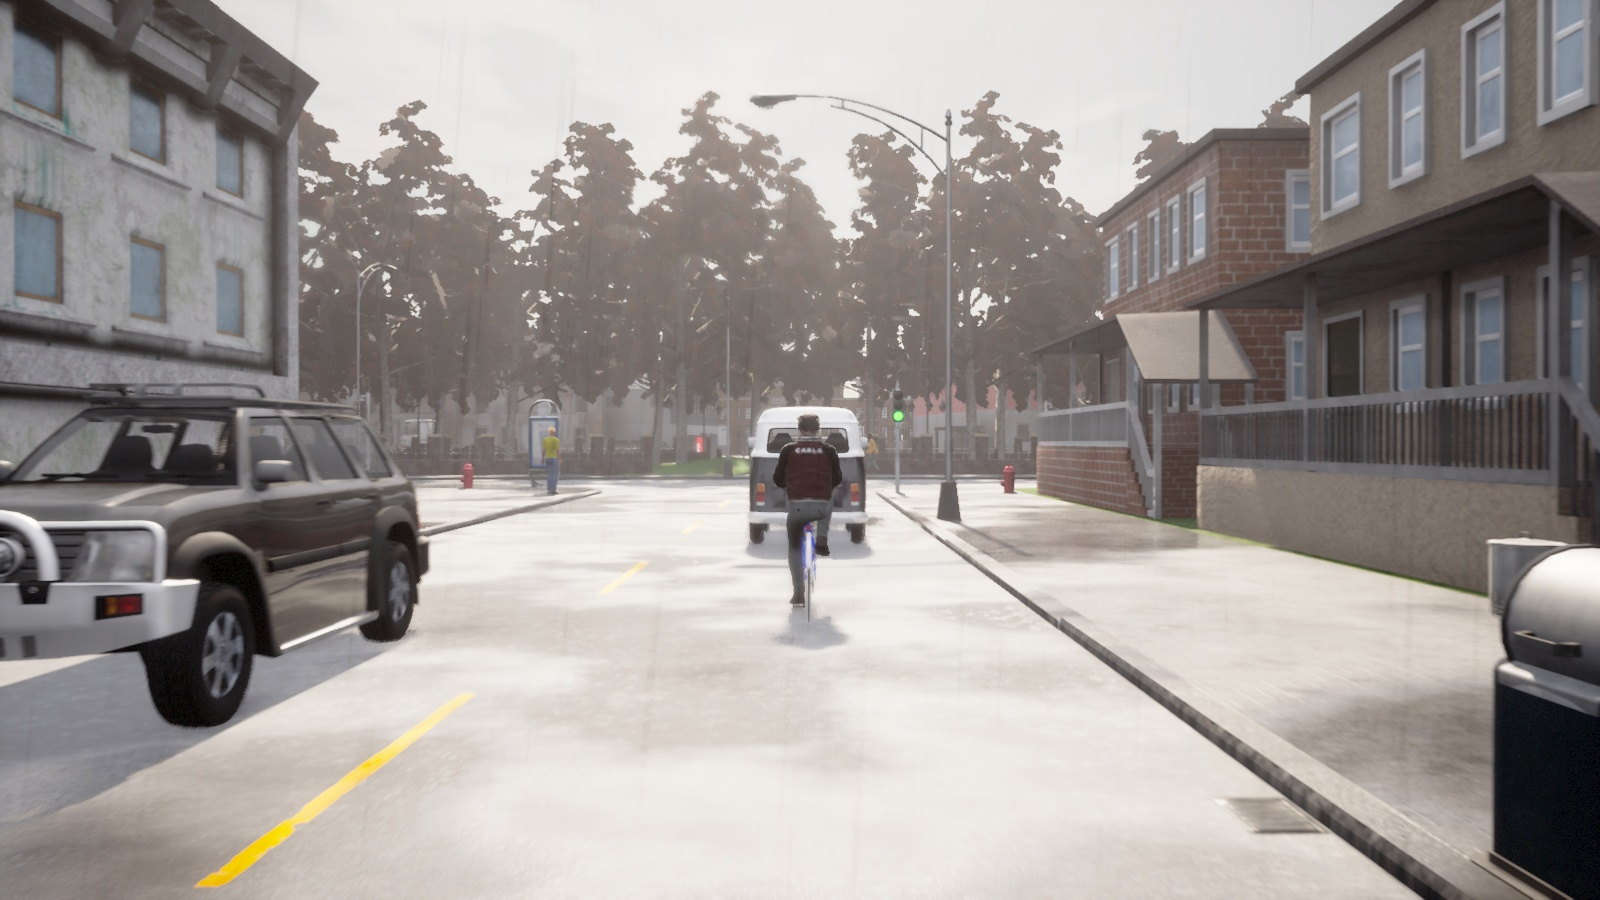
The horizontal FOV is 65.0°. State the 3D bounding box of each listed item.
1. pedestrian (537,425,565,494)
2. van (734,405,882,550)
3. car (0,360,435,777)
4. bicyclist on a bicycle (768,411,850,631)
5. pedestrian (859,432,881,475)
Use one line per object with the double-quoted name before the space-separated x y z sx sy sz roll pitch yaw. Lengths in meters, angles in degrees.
"pedestrian" -6.711 0.260 33.862 0.354 1.836 0.706 0 0 31
"van" 0.126 0.361 19.898 2.069 2.038 4.480 0 1 0
"car" -3.940 0.515 7.895 1.932 1.855 4.605 0 0 0
"bicyclist on a bicycle" 0.077 0.554 11.068 0.659 1.776 1.843 0 1 0
"pedestrian" 3.019 0.153 54.151 0.900 1.855 0.874 0 0 0
